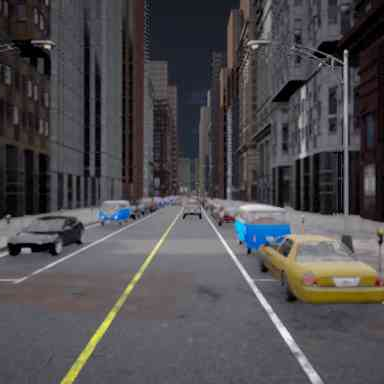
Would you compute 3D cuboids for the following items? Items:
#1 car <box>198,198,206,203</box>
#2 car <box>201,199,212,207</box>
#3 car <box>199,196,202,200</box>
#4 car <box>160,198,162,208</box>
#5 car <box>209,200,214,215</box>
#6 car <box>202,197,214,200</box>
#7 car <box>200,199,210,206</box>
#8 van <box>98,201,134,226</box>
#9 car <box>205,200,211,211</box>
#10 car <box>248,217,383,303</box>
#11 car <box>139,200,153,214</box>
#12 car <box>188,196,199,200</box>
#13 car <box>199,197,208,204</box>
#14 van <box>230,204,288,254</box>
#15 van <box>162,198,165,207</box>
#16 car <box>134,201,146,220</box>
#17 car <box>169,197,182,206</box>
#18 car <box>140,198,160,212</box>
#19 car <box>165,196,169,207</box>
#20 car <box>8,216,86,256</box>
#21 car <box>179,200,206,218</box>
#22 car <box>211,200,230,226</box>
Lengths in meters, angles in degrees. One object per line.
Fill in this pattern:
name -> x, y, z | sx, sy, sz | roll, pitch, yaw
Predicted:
car -> 2.810, 2.302, 92.641 | 1.947, 1.339, 4.313 | 0, 0, 0
car -> 2.795, 2.054, 64.462 | 1.887, 1.381, 4.507 | 0, 0, 0
car -> 2.791, 1.780, 58.827 | 2.192, 1.841, 5.009 | 0, 0, 0
car -> -5.739, 1.920, 47.548 | 1.887, 1.381, 4.507 | 0, 0, 0
car -> 2.777, 1.768, 30.815 | 1.752, 1.417, 4.829 | 0, 0, 0
car -> 2.785, 1.815, 47.553 | 1.967, 1.590, 4.097 | 0, 0, 0
car -> 2.798, 2.120, 70.098 | 1.947, 1.339, 4.313 | 0, 0, 0
van -> -5.752, 1.538, 25.003 | 1.690, 1.788, 3.998 | 0, 0, 0
car -> 2.780, 1.837, 36.281 | 2.008, 1.369, 4.403 | 0, 0, 0
car -> 2.765, 1.591, 8.270 | 1.752, 1.417, 4.829 | 0, 0, 0
car -> -5.745, 1.852, 36.274 | 1.947, 1.339, 4.313 | 0, 0, 0
car -> 0.037, 1.835, 61.207 | 2.097, 1.767, 4.553 | 0, 0, 0
car -> 2.804, 2.084, 81.370 | 1.967, 1.590, 4.097 | 0, 0, 0
van -> 2.767, 1.449, 13.737 | 1.690, 1.788, 3.998 | 0, 0, 0
van -> -5.737, 1.761, 53.186 | 1.690, 1.788, 3.998 | 0, 0, 0
car -> -5.748, 1.807, 30.638 | 1.947, 1.339, 4.313 | 0, 0, 0
car -> -2.980, 2.077, 64.187 | 1.994, 1.385, 4.181 | 0, 0, 0
car -> -5.743, 1.646, 41.912 | 2.192, 1.841, 5.009 | 0, 0, 0
car -> -5.733, 1.905, 58.822 | 1.967, 1.590, 4.097 | 0, 0, 0
car -> -5.757, 1.674, 13.728 | 1.947, 1.339, 4.313 | 0, 0, 0
car -> 0.069, 1.811, 33.623 | 2.033, 1.411, 5.357 | 0, 0, 1
car -> 2.773, 1.637, 25.009 | 1.967, 1.590, 4.097 | 0, 0, 0
